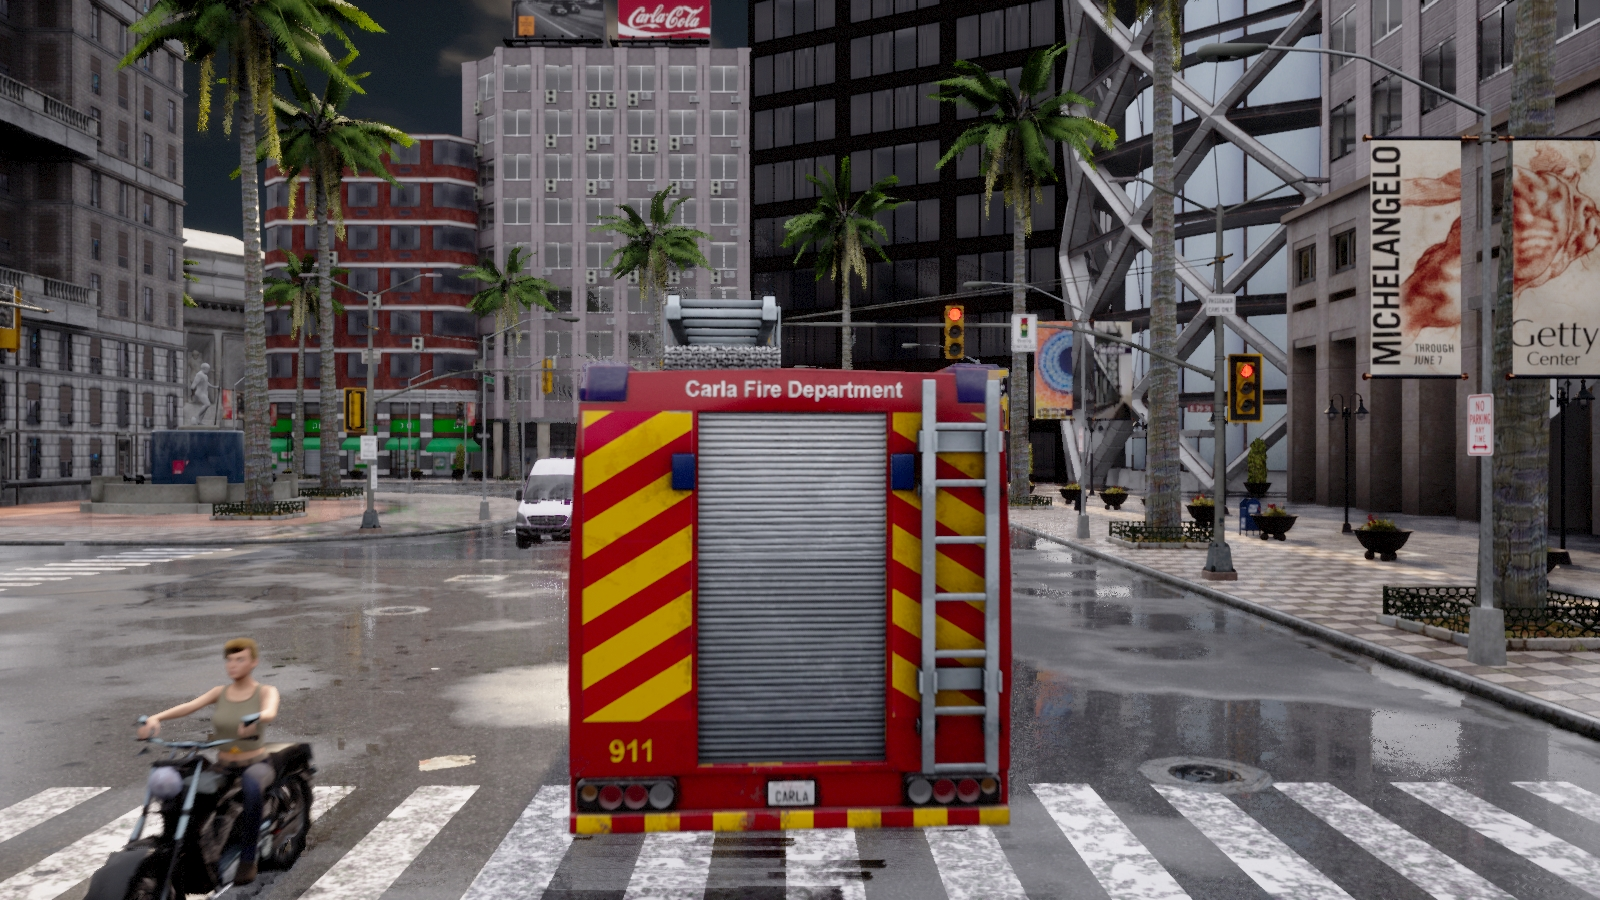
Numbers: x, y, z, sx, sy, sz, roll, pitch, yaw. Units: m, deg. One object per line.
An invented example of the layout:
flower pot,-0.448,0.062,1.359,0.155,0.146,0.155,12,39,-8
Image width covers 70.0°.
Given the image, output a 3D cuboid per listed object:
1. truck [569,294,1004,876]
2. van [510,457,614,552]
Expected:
truck,-0.362,0.886,11.828,2.891,3.827,8.468,0,0,-4
van,-7.047,1.522,34.481,1.988,2.561,5.915,0,0,-1
